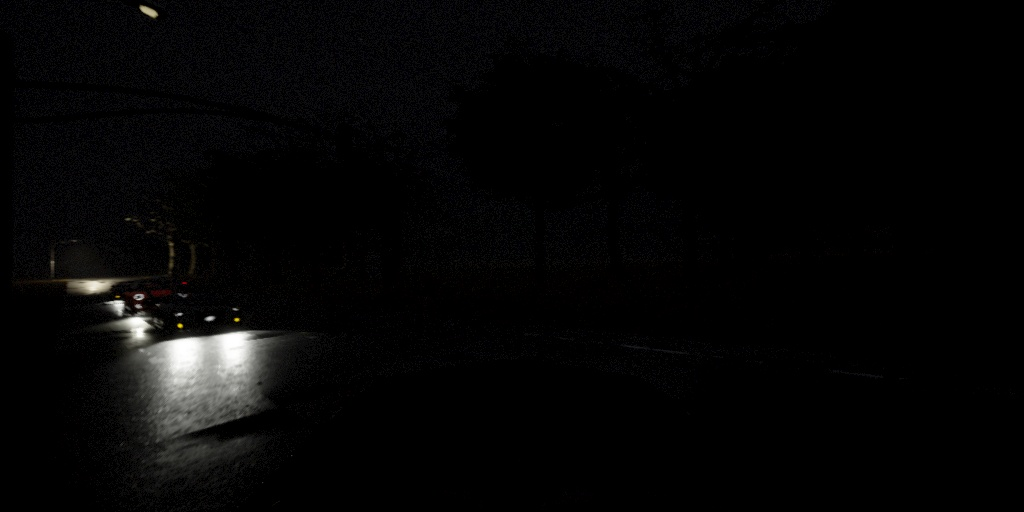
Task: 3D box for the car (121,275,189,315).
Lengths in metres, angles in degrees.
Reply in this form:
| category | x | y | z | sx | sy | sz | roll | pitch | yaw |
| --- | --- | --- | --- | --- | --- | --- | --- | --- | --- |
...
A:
| category | x | y | z | sx | sy | sz | roll | pitch | yaw |
| --- | --- | --- | --- | --- | --- | --- | --- | --- | --- |
| car | -19.000 | 2.046 | 19.133 | 4.553 | 1.767 | 2.097 | -2 | -2 | 39 |

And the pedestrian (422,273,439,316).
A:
| category | x | y | z | sx | sy | sz | roll | pitch | yaw |
| --- | --- | --- | --- | --- | --- | --- | --- | --- | --- |
| pedestrian | -3.372 | 1.496 | 14.627 | 0.375 | 1.860 | 0.375 | -2 | -1 | 39 |

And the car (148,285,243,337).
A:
| category | x | y | z | sx | sy | sz | roll | pitch | yaw |
| --- | --- | --- | --- | --- | --- | --- | --- | --- | --- |
| car | -11.318 | 1.914 | 12.883 | 4.181 | 1.385 | 1.994 | -3 | -2 | 39 |

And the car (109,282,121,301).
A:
| category | x | y | z | sx | sy | sz | roll | pitch | yaw |
| --- | --- | --- | --- | --- | --- | --- | --- | --- | --- |
| car | -29.941 | 2.699 | 28.054 | 4.181 | 1.385 | 1.994 | -2 | -2 | 39 |
